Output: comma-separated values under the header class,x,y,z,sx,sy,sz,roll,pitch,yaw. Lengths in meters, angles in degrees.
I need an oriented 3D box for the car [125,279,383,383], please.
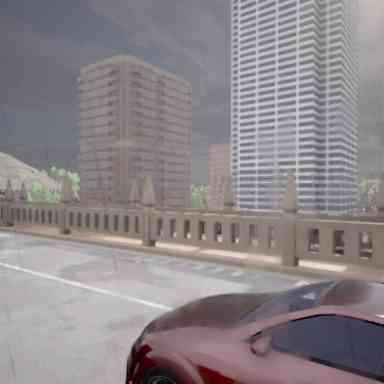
class,x,y,z,sx,sy,sz,roll,pitch,yaw
car,1.366,1.561,3.018,4.181,1.385,1.994,0,0,36
